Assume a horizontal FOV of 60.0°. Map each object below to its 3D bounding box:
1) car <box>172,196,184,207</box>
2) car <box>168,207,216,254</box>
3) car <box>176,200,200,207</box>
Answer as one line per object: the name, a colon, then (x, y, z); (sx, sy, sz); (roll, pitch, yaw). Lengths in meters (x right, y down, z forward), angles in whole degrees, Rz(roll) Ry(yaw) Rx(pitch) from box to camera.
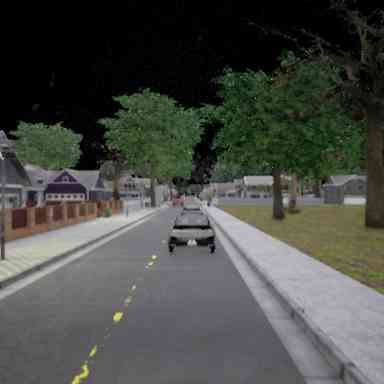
car: (-2.744, 1.870, 67.810); (2.150, 2.045, 5.566); (0, -1, 0)
car: (0.005, 1.634, 14.287); (2.128, 1.511, 4.902); (0, 0, 0)
car: (0.007, 1.782, 29.288); (2.128, 1.511, 4.902); (0, 0, 0)
